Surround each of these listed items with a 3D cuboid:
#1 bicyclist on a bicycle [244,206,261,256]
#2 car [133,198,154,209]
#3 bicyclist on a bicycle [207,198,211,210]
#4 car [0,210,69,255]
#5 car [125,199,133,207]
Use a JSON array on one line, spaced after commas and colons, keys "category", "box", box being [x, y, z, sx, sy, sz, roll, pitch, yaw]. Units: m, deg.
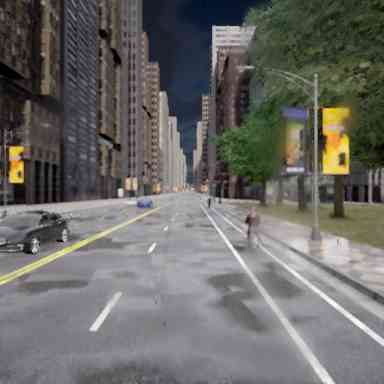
[{"category": "bicyclist on a bicycle", "box": [2.233, 1.406, 12.362, 0.659, 1.776, 1.843, 0, 0, 0]}, {"category": "car", "box": [-6.603, 1.612, 47.100, 1.882, 1.535, 5.008, 0, 0, 0]}, {"category": "bicyclist on a bicycle", "box": [2.316, 1.579, 44.702, 0.582, 1.620, 1.656, 0, 0, -1]}, {"category": "car", "box": [-6.603, 1.543, 13.542, 1.837, 1.490, 4.892, 0, 0, 0]}, {"category": "car", "box": [-9.820, 1.770, 55.586, 1.895, 1.301, 4.718, 0, 0, 0]}]
